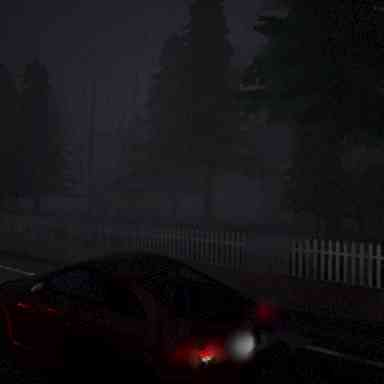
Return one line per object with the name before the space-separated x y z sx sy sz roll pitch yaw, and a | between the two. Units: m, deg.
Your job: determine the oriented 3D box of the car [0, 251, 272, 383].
car | -1.078 1.548 4.552 4.181 1.385 1.994 0 0 35
